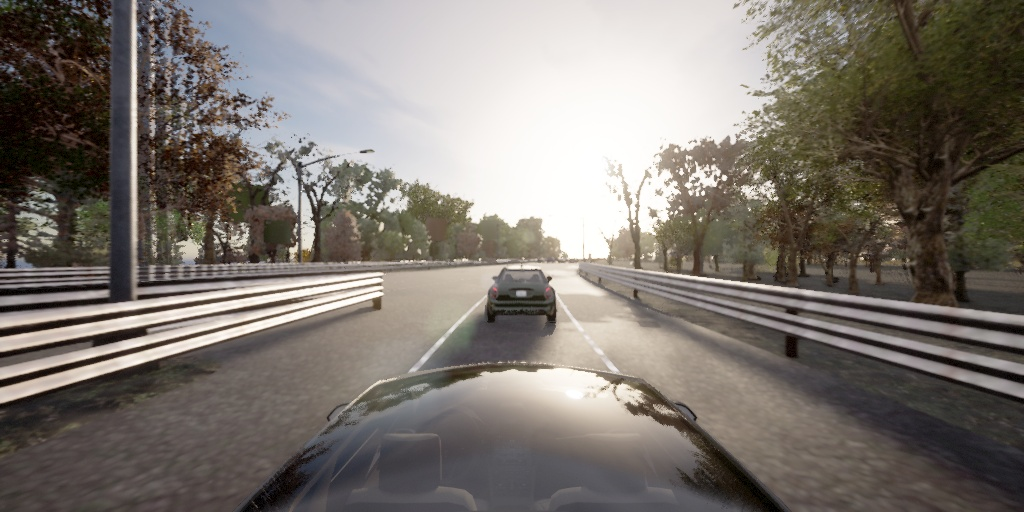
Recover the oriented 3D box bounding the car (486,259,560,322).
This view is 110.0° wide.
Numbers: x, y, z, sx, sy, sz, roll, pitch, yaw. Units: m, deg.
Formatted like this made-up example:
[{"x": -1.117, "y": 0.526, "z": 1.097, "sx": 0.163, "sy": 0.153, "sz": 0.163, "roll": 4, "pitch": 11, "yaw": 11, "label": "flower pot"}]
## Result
[{"x": 0.353, "y": 1.099, "z": 12.459, "sx": 2.097, "sy": 1.767, "sz": 4.553, "roll": 0, "pitch": 0, "yaw": 2, "label": "car"}]
